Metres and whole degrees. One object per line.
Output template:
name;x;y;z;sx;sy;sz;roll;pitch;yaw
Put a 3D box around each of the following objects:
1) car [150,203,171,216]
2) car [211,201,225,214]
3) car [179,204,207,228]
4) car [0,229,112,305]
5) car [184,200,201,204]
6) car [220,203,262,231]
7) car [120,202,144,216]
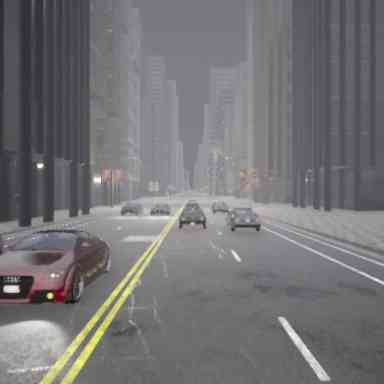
car;-3.293;1.831;35.793;1.994;1.385;4.181;0;0;0
car;3.304;1.836;40.153;2.033;1.411;5.357;0;0;0
car;0.056;1.793;23.938;1.895;1.301;4.718;0;0;0
car;-3.342;1.635;8.179;1.994;1.385;4.181;0;-1;0
car;0.051;1.804;41.728;1.837;1.490;4.892;0;0;0
car;3.273;1.725;21.995;2.033;1.411;5.357;0;0;0
car;-6.532;1.821;36.836;2.033;1.411;5.357;0;0;0
